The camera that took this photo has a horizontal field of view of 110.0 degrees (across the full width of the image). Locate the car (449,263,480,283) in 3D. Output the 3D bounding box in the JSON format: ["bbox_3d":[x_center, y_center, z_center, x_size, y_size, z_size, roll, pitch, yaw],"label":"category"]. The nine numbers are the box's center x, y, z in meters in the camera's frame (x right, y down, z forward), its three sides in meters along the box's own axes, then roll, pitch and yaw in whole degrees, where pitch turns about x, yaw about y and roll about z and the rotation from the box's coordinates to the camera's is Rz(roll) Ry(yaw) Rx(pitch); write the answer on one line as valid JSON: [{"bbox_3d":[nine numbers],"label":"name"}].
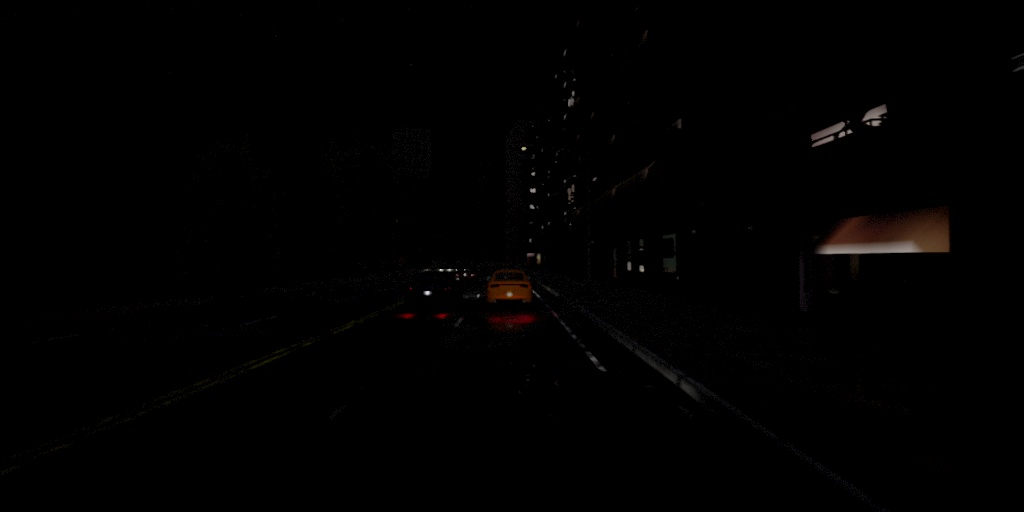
[{"bbox_3d":[-3.845,1.575,30.957,2.033,1.411,5.357,0,-1,-2],"label":"car"}]

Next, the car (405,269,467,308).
[{"bbox_3d":[-3.379,1.451,16.217,1.994,1.385,4.181,0,-1,-1],"label":"car"}]

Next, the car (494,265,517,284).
[{"bbox_3d":[-0.612,1.558,31.491,1.812,1.442,4.674,0,0,-2],"label":"car"}]

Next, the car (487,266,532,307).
[{"bbox_3d":[-0.133,1.367,16.481,1.882,1.535,5.008,0,0,-1],"label":"car"}]
